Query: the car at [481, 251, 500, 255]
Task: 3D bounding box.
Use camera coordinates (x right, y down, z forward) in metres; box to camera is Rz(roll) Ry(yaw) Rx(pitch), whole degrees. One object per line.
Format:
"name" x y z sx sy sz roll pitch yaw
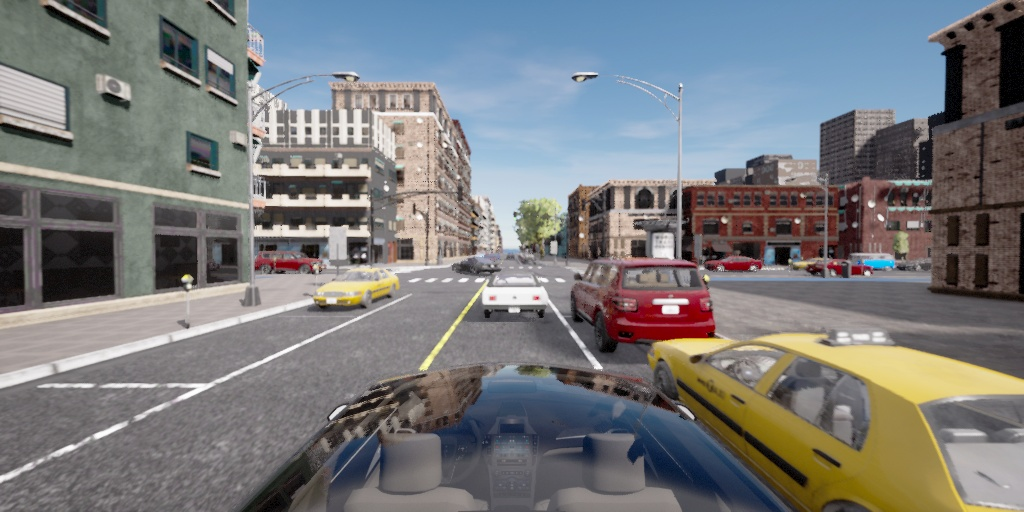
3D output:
"car" -3.272 0.386 55.733 1.994 1.385 4.181 0 1 0

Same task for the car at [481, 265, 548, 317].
"car" 0.060 1.164 12.171 1.895 1.301 4.718 0 1 0

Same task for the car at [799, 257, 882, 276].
"car" 26.046 0.941 28.566 4.507 1.381 1.888 0 0 -1

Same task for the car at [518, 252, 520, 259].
"car" 2.478 0.231 57.631 1.967 1.591 4.097 0 0 0

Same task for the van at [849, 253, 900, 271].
"van" 37.003 0.636 37.118 3.998 1.789 1.690 0 0 -1

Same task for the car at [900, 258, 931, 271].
"car" 42.529 0.873 37.179 4.403 1.370 2.007 0 0 -1

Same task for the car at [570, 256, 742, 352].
"car" 2.666 0.944 8.451 2.192 1.841 5.009 0 0 0

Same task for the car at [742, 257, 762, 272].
"car" 21.088 0.747 34.340 5.008 1.535 1.882 0 1 -1

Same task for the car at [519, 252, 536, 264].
"car" 2.500 0.434 51.934 2.007 1.370 4.403 0 0 0

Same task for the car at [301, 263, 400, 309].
"car" -5.736 1.057 13.789 1.751 1.417 4.829 0 0 0

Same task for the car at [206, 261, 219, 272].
"car" -27.785 0.677 30.605 4.674 1.442 1.812 0 1 -1

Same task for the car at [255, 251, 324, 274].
"car" -17.376 0.542 28.142 5.009 1.841 2.192 0 0 -1

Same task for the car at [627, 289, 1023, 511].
"car" 2.686 1.254 3.082 1.751 1.417 4.829 0 0 0

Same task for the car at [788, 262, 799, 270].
"car" 31.308 0.794 37.056 4.829 1.417 1.751 0 0 -1

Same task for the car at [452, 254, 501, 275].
"car" -3.060 0.797 29.935 2.033 1.411 5.357 -1 1 -37
